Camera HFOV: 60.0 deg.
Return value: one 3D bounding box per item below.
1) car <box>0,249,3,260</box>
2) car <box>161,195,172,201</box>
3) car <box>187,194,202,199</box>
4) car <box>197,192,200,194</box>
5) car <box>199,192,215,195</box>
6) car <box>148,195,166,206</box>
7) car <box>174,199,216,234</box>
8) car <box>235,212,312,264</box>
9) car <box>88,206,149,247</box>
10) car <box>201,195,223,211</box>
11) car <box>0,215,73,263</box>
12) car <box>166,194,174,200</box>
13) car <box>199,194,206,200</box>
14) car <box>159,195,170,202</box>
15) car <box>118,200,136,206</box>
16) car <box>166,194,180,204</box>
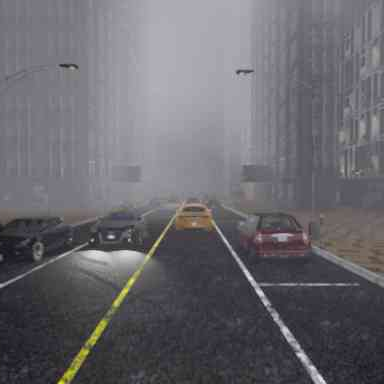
[{"bbox_3d":[-5.668,1.563,6.155,1.802,1.307,4.206,-1,0,0],"label":"car"},{"bbox_3d":[-5.690,1.276,74.244,1.947,1.339,4.313,-1,0,0],"label":"car"},{"bbox_3d":[0.107,1.349,44.124,1.837,1.490,4.892,0,0,0],"label":"car"},{"bbox_3d":[2.691,1.206,80.032,1.752,1.417,4.829,-1,0,0],"label":"car"},{"bbox_3d":[2.682,1.130,51.487,2.192,1.841,5.009,-1,0,0],"label":"car"},{"bbox_3d":[-5.694,1.366,51.546,2.008,1.369,4.403,-1,0,0],"label":"car"},{"bbox_3d":[0.103,1.416,18.883,1.882,1.535,5.008,0,0,0],"label":"car"},{"bbox_3d":[2.678,1.404,11.766,1.967,1.590,4.097,-1,0,0],"label":"car"},{"bbox_3d":[-3.096,1.518,14.666,1.994,1.385,4.181,0,0,0],"label":"car"},{"bbox_3d":[2.357,1.394,37.921,1.812,1.442,4.674,0,0,0],"label":"car"},{"bbox_3d":[-5.667,1.530,11.828,1.947,1.339,4.313,-1,0,0],"label":"car"},{"bbox_3d":[-5.689,1.179,85.422,1.752,1.417,4.829,-1,0,0],"label":"car"},{"bbox_3d":[2.692,1.177,85.706,1.752,1.417,4.829,-1,0,0],"label":"car"},{"bbox_3d":[-5.691,1.305,68.569,1.947,1.339,4.313,-1,0,0],"label":"car"},{"bbox_3d":[-5.683,1.428,28.680,1.752,1.417,4.829,-1,0,0],"label":"car"},{"bbox_3d":[-3.033,1.297,57.174,1.837,1.490,4.892,0,1,1],"label":"car"}]
